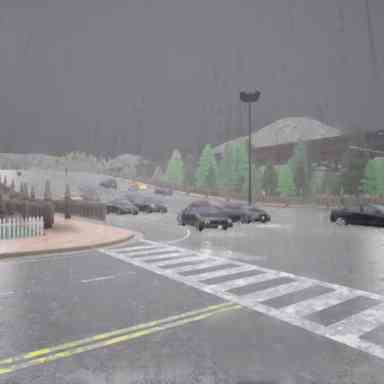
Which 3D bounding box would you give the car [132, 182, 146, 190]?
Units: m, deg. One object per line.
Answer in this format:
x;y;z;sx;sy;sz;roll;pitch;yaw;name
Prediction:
-11.950;-1.425;74.018;1.882;1.535;5.008;0;7;-37;car

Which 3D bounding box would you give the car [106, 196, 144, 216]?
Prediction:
-6.863;1.488;32.197;1.837;1.490;4.892;0;1;-37;car

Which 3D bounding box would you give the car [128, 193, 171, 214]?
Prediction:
-4.388;1.334;34.730;2.097;1.767;4.553;0;0;-37;car

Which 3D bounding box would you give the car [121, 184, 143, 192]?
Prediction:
-11.528;-0.064;61.964;1.895;1.301;4.718;0;7;-37;car

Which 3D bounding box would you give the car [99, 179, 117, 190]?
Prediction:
-17.648;-1.706;69.989;2.150;2.045;5.566;0;7;-37;car

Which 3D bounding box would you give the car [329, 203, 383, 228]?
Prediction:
10.974;1.477;20.290;1.882;1.535;5.008;0;0;-37;car

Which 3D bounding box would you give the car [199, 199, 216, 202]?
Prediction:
1.740;1.471;32.446;1.882;1.535;5.008;0;0;-37;car

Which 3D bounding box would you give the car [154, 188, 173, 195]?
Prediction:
-5.687;-0.126;65.844;2.128;1.511;4.902;0;7;-37;car

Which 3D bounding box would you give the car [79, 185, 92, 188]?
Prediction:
-19.024;-0.476;60.122;1.837;1.490;4.892;0;7;-37;car

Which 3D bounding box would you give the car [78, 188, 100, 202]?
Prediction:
-15.194;0.651;49.060;2.128;1.511;4.902;0;5;-37;car

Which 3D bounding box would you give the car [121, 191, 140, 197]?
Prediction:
-8.093;1.155;45.428;1.837;1.490;4.892;0;4;-37;car

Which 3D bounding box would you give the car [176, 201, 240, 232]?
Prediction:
0.608;1.547;20.687;2.033;1.411;5.357;0;0;-21;car

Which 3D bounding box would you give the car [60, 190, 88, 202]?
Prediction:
-16.019;0.891;44.315;1.882;1.535;5.008;0;4;-37;car

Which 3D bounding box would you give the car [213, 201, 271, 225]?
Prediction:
3.631;1.564;24.168;1.994;1.385;4.181;0;0;-37;car
